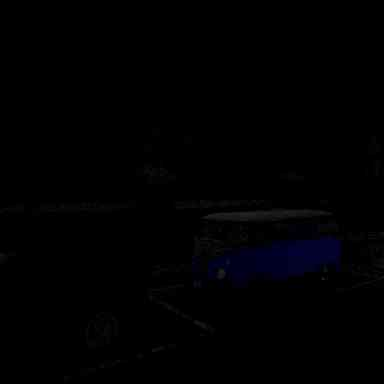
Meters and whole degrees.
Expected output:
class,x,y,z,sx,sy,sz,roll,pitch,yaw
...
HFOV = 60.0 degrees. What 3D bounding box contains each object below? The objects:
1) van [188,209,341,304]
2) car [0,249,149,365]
class,x,y,z,sx,sy,sz,roll,pitch,yaw
van,1.813,1.333,7.848,3.998,1.788,1.690,0,0,-36
car,-2.783,1.544,4.548,4.507,1.381,1.887,0,0,-36
